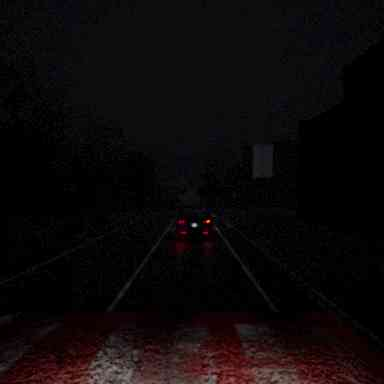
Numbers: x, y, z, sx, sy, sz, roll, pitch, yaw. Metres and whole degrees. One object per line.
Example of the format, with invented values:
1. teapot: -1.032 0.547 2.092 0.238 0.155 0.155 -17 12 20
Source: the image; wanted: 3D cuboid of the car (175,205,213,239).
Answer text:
1. car: 0.123 1.690 18.694 2.163 1.488 4.792 0 -1 0
